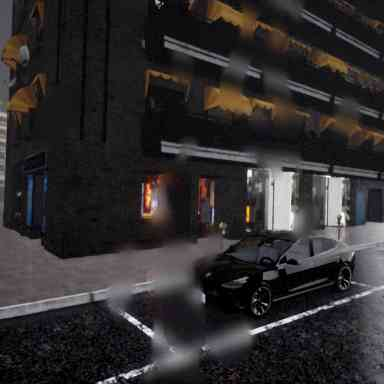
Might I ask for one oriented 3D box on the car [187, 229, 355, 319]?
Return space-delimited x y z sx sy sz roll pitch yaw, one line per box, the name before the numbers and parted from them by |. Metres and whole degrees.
car | 1.928 1.570 7.441 4.313 1.339 1.947 0 2 -35
